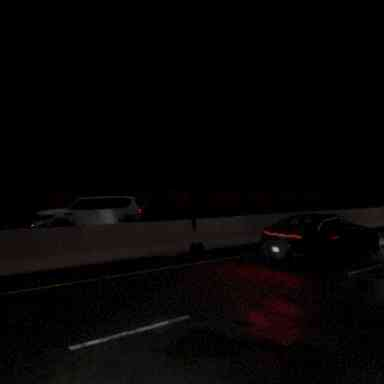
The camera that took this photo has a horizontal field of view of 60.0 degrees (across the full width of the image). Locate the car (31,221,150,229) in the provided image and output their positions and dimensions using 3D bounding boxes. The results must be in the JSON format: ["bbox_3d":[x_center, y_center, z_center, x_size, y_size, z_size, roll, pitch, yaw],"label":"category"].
[{"bbox_3d":[-5.311,1.218,17.409,5.566,2.045,2.150,0,0,-36],"label":"car"}]

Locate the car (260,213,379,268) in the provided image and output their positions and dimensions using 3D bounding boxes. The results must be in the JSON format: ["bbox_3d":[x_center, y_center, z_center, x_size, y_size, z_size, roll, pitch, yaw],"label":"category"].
[{"bbox_3d":[4.445,1.479,11.242,4.902,1.511,2.128,0,0,-36],"label":"car"}]

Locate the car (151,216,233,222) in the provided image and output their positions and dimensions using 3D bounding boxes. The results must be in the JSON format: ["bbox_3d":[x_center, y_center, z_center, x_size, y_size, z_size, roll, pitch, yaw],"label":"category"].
[{"bbox_3d":[0.351,1.553,17.157,4.181,1.385,1.994,0,0,-36],"label":"car"}]
